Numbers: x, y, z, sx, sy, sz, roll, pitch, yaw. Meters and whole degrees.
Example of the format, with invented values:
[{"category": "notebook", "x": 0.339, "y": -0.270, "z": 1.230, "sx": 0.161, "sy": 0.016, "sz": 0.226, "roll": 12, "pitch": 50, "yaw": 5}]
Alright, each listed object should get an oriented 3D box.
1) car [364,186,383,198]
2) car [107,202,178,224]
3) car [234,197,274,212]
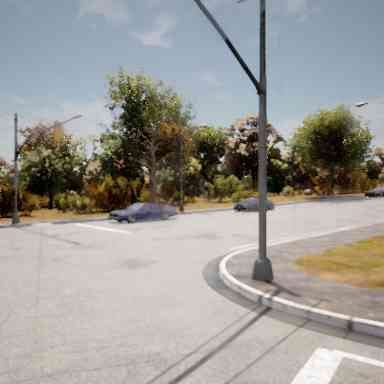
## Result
[{"category": "car", "x": 25.463, "y": -0.024, "z": 44.289, "sx": 5.357, "sy": 1.411, "sz": 2.033, "roll": -4, "pitch": 2, "yaw": -26}, {"category": "car", "x": -3.576, "y": 1.496, "z": 25.035, "sx": 5.357, "sy": 1.411, "sz": 2.033, "roll": -1, "pitch": 1, "yaw": -42}, {"category": "car", "x": 6.127, "y": 1.196, "z": 32.779, "sx": 4.181, "sy": 1.385, "sz": 1.994, "roll": -3, "pitch": 2, "yaw": -36}]
